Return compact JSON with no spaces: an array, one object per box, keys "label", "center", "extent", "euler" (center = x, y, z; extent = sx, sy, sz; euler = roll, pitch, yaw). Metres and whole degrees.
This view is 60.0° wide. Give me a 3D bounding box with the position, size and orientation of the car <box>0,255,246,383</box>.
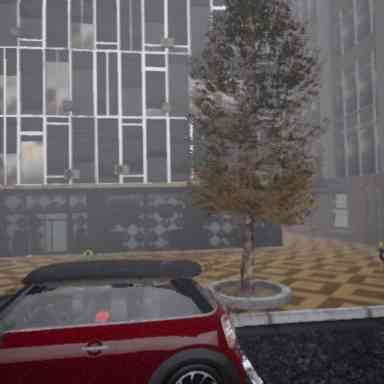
[{"label":"car","center":[-1.552,1.593,3.981],"extent":[4.097,1.590,1.967],"euler":[0,-2,-8]}]
